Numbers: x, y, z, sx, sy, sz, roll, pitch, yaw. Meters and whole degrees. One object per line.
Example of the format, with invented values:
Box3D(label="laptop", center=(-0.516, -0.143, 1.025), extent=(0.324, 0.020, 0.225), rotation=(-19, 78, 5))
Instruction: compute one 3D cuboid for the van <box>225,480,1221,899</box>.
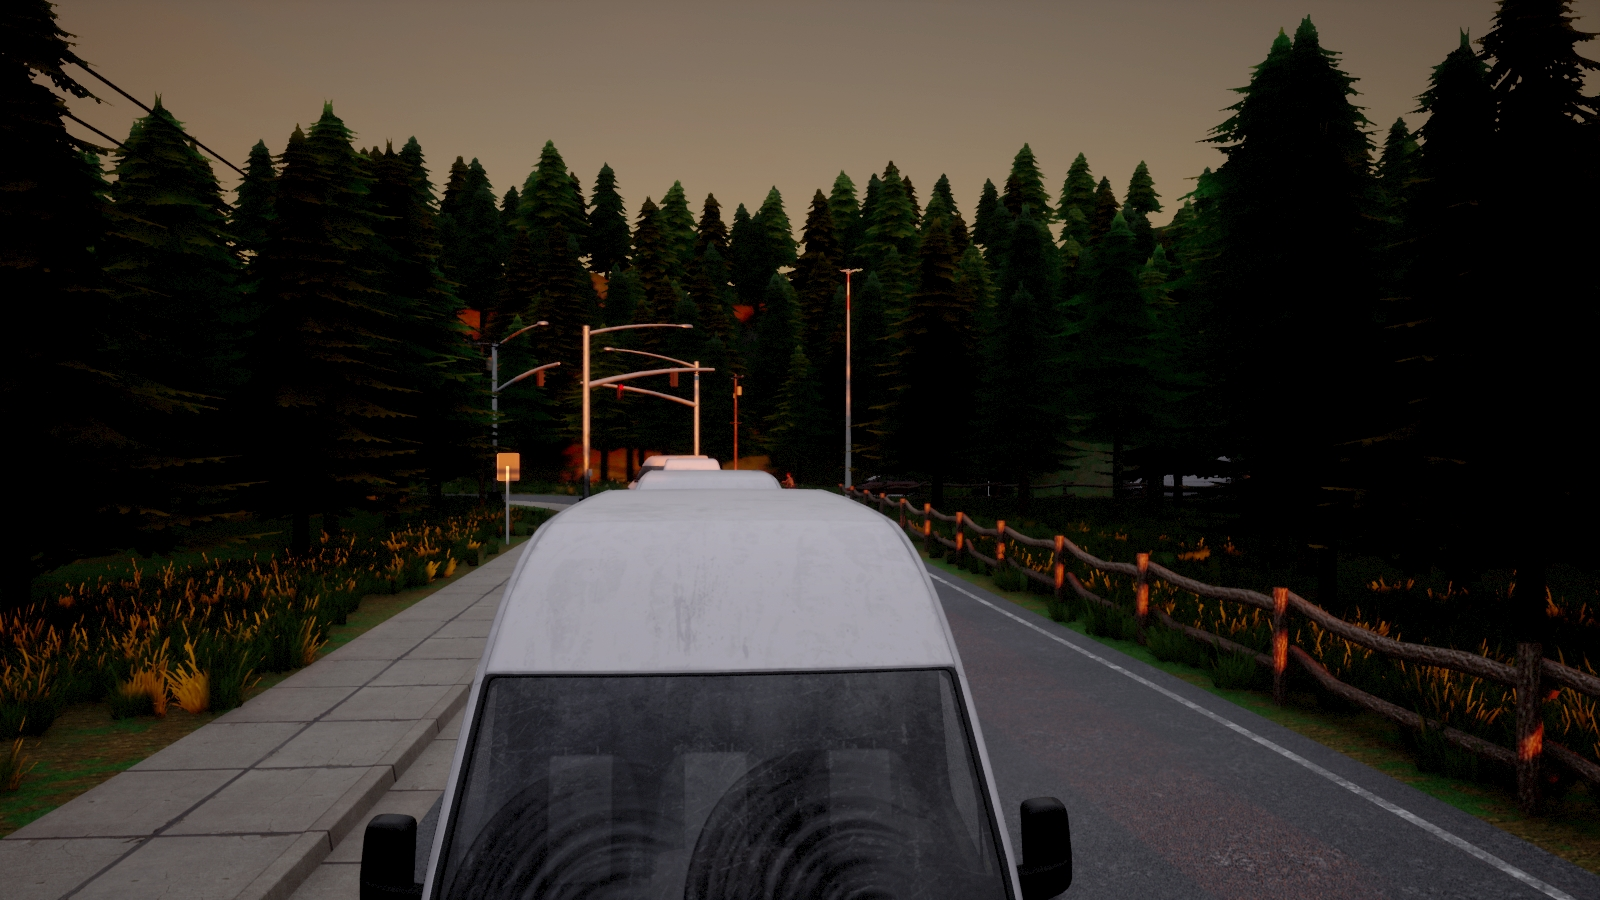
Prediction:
Box3D(label="van", center=(-0.361, 1.499, 5.231), extent=(1.988, 2.561, 5.915), rotation=(0, 0, -5))

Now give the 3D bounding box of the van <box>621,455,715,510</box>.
Box3D(label="van", center=(-6.385, 1.515, 56.029), extent=(1.988, 2.561, 5.915), rotation=(0, 0, 22))
